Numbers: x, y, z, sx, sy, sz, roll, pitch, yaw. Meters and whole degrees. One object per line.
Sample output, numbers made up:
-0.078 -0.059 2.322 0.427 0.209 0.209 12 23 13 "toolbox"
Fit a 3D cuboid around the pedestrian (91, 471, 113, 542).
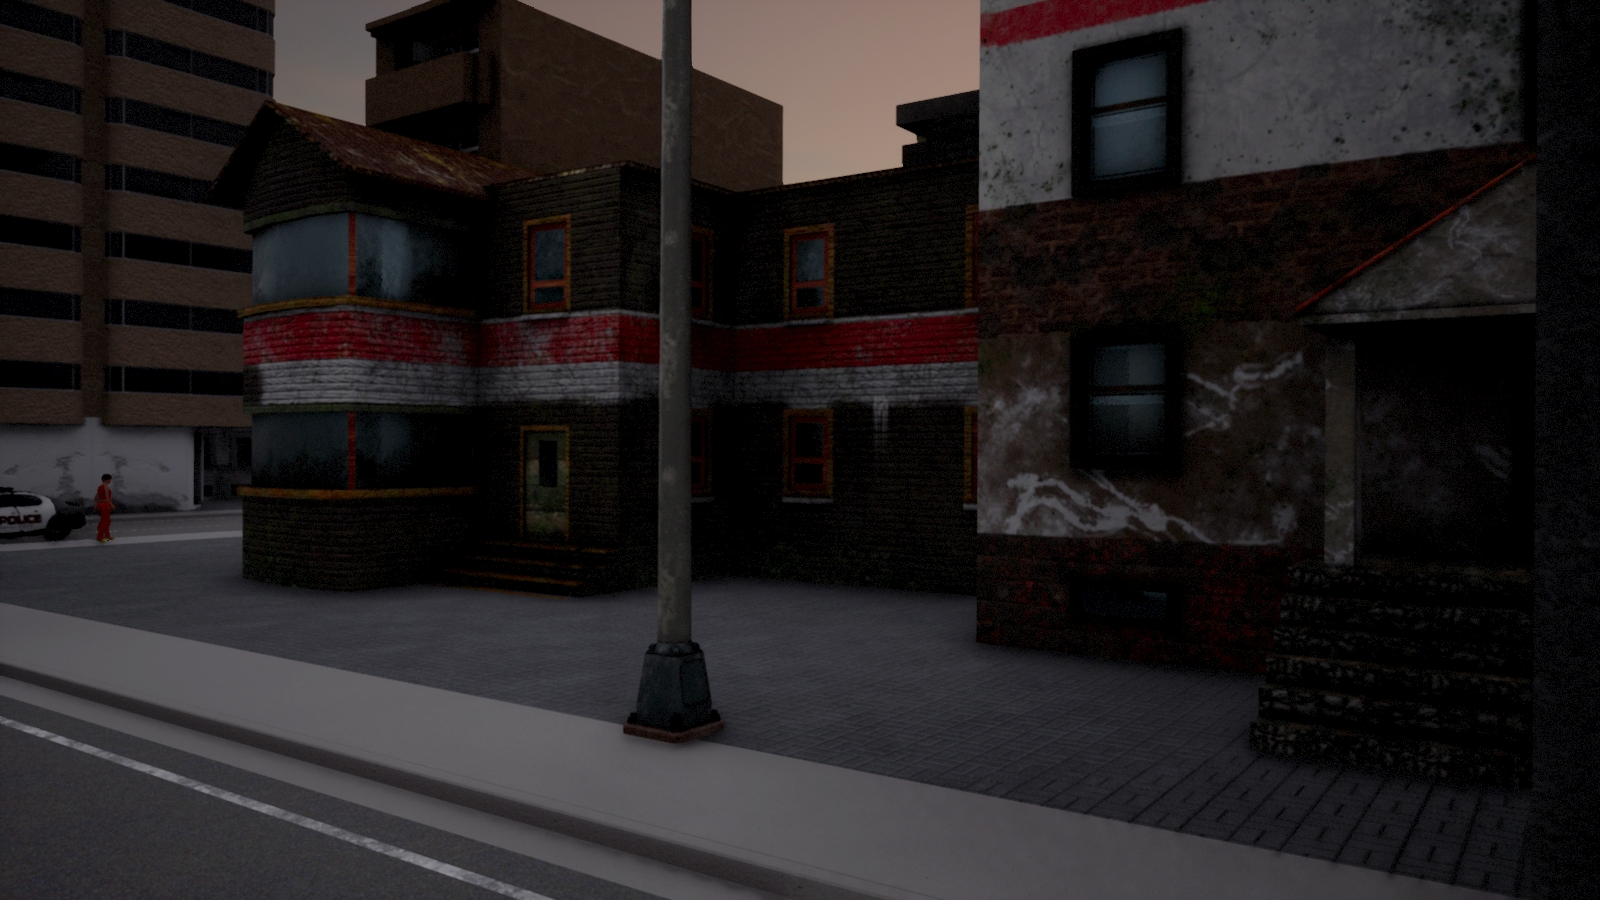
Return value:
-18.549 1.492 30.363 0.375 1.860 0.375 0 0 32 "pedestrian"
